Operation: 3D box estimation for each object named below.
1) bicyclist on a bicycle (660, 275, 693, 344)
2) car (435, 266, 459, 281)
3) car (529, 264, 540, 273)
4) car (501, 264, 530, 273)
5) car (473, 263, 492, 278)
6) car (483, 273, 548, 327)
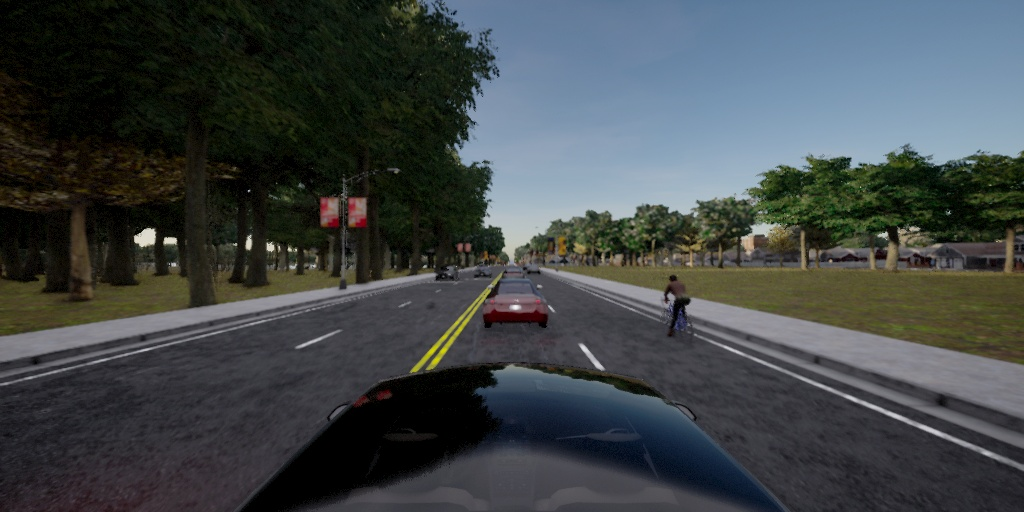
[{"bbox_3d":[4.144,1.303,9.061,0.582,1.620,1.656,0,-1,0],"label":"bicyclist on a bicycle"},{"bbox_3d":[-6.587,1.755,36.928,1.837,1.490,4.892,0,-1,0],"label":"car"},{"bbox_3d":[3.362,2.103,56.390,1.994,1.385,4.181,0,-1,0],"label":"car"},{"bbox_3d":[0.105,1.640,30.105,2.128,1.511,4.902,0,-1,0],"label":"car"},{"bbox_3d":[-3.331,1.887,41.924,1.994,1.385,4.181,0,-1,0],"label":"car"},{"bbox_3d":[0.102,1.458,12.201,1.994,1.385,4.181,0,-1,0],"label":"car"}]
